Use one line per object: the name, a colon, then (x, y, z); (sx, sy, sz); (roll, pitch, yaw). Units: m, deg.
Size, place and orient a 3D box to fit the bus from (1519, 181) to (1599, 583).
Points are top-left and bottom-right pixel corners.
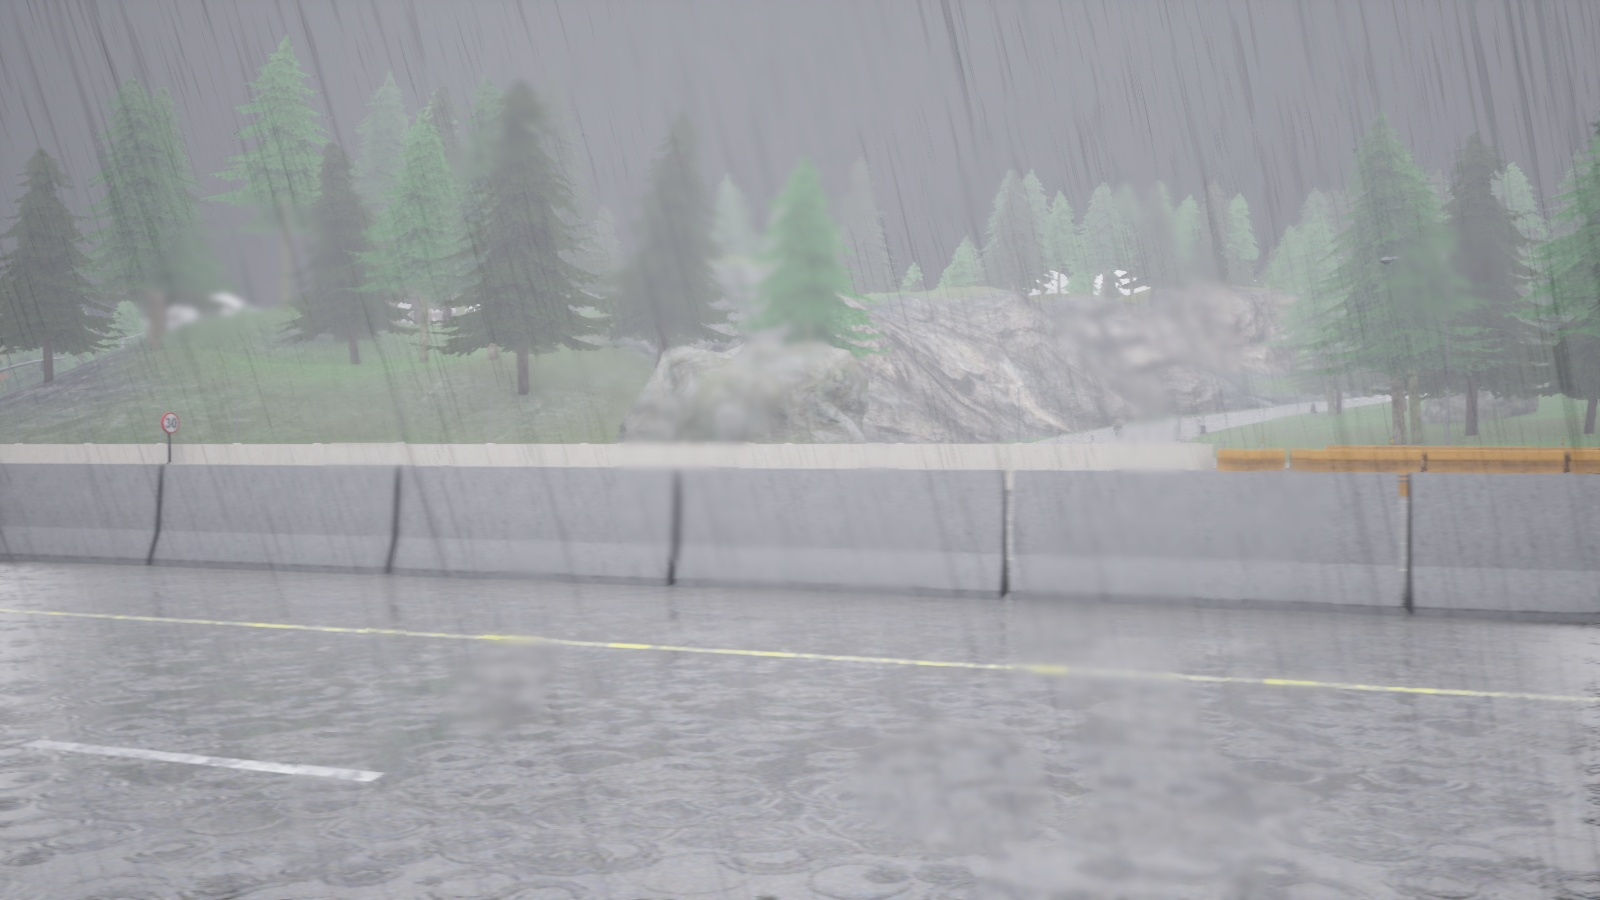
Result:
bus: (13.874, -0.711, 13.275); (10.273, 4.253, 3.944); (1, 1, 19)
